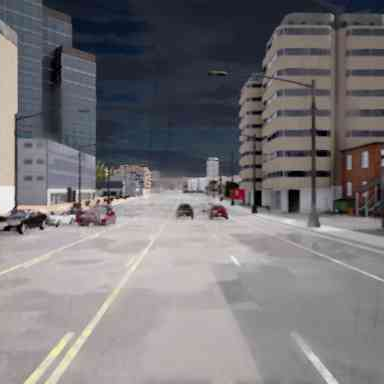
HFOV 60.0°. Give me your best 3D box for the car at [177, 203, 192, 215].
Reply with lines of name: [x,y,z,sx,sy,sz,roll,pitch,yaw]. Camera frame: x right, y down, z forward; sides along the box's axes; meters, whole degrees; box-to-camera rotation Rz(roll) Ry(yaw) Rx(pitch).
car: [-1.032,2.260,46.299,2.033,1.411,5.357,0,0,-1]

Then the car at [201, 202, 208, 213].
car: [2.491,2.232,48.690,1.812,1.442,4.674,0,0,-1]

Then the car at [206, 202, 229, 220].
car: [2.799,2.167,35.984,1.812,1.442,4.674,0,-1,-1]

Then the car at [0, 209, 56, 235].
car: [-11.070,1.871,21.640,2.128,1.511,4.902,0,-1,-1]

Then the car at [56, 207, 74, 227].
car: [-11.103,2.162,27.031,1.895,1.301,4.718,0,-1,-1]

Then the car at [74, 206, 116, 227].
car: [-7.606,1.912,27.177,2.097,1.767,4.553,0,-1,-1]

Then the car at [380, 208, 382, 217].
car: [18.333,1.663,29.102,1.970,1.475,3.806,0,-1,-1]

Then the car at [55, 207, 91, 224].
car: [-11.271,2.152,31.727,1.994,1.385,4.181,0,-1,-1]

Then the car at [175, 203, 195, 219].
car: [-0.752,2.152,36.237,1.837,1.490,4.892,0,-1,-1]
